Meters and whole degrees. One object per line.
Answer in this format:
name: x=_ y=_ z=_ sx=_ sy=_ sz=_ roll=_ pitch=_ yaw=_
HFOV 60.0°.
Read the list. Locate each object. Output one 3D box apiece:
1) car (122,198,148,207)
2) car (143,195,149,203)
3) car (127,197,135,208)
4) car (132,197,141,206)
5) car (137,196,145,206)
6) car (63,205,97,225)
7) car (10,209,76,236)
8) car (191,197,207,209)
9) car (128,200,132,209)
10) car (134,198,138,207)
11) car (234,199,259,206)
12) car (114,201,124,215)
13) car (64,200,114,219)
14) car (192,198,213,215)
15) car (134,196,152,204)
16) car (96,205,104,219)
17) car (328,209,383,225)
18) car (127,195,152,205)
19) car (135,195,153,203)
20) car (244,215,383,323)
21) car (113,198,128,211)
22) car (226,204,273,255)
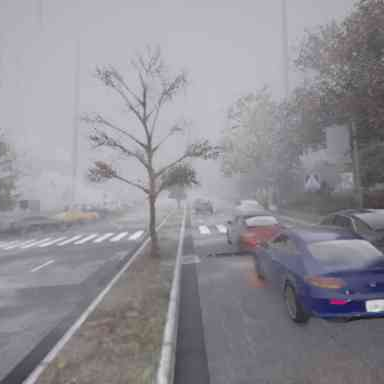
car: x=-12.994 y=2.330 z=75.772 sx=5.366 sy=1.575 sz=1.946 roll=-5 pitch=1 yaw=-21
car: x=-13.121 y=2.131 z=72.715 sx=5.566 sy=2.045 sz=2.435 roll=-5 pitch=0 yaw=-21
car: x=-12.942 y=2.432 z=57.688 sx=4.553 sy=1.767 sz=2.185 roll=-5 pitch=0 yaw=-21
car: x=-12.982 y=2.489 z=63.700 sx=5.008 sy=1.535 sz=2.097 roll=-5 pitch=1 yaw=-21
car: x=-13.049 y=2.444 z=69.716 sx=4.792 sy=1.488 sz=2.163 roll=-6 pitch=1 yaw=-21
car: x=-12.731 y=2.648 z=33.602 sx=5.366 sy=1.575 sz=1.946 roll=-5 pitch=0 yaw=-21
car: x=-12.451 y=2.642 z=27.682 sx=4.792 sy=1.488 sz=2.163 roll=-5 pitch=0 yaw=-21
car: x=1.026 y=1.609 z=48.680 sx=2.033 sy=1.411 sz=5.357 roll=-4 pitch=0 yaw=-1
car: x=-12.856 y=2.625 z=54.701 sx=4.674 sy=1.452 sz=2.002 roll=-5 pitch=0 yaw=-21
car: x=-12.944 y=2.563 z=60.700 sx=4.674 sy=1.452 sz=2.002 roll=-5 pitch=0 yaw=-21
car: x=4.434 y=1.332 z=26.506 sx=1.812 sy=1.442 sz=4.674 roll=-4 pitch=0 yaw=-1
car: x=-12.557 y=2.615 z=45.753 sx=5.366 sy=1.575 sz=1.946 roll=-5 pitch=0 yaw=-21
car: x=-12.640 y=2.394 z=39.697 sx=5.566 sy=2.045 sz=2.435 roll=-5 pitch=0 yaw=-21
car: x=1.232 y=1.568 z=36.199 sx=2.128 sy=1.511 sz=4.902 roll=-4 pitch=0 yaw=0
car: x=-13.365 y=2.095 z=90.711 sx=4.553 sy=1.767 sz=2.185 roll=-5 pitch=1 yaw=-21
car: x=-12.603 y=2.681 z=36.677 sx=4.674 sy=1.452 sz=2.002 roll=-5 pitch=0 yaw=-21
car: x=4.675 y=1.243 z=9.420 sx=1.837 sy=1.490 sz=4.892 roll=-4 pitch=0 yaw=-1
car: x=-13.344 y=2.018 z=84.683 sx=5.566 sy=2.045 sz=2.435 roll=-5 pitch=1 yaw=-21
car: x=-13.470 y=2.084 z=93.695 sx=4.553 sy=1.767 sz=2.185 roll=-5 pitch=0 yaw=-21
car: x=2.519 y=1.423 z=6.927 sx=1.812 sy=1.442 sz=4.674 roll=-4 pitch=0 yaw=-1
car: x=-12.818 y=2.374 z=48.676 sx=5.566 sy=2.045 sz=2.435 roll=-5 pitch=1 yaw=-21
car: x=2.423 y=1.462 z=12.923 sx=1.812 sy=1.442 sz=4.674 roll=-5 pitch=0 yaw=-1
